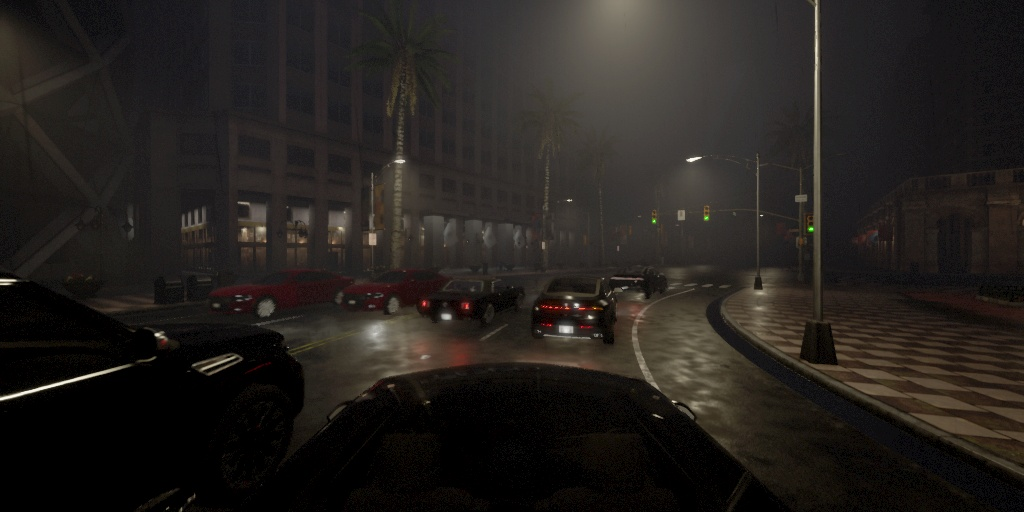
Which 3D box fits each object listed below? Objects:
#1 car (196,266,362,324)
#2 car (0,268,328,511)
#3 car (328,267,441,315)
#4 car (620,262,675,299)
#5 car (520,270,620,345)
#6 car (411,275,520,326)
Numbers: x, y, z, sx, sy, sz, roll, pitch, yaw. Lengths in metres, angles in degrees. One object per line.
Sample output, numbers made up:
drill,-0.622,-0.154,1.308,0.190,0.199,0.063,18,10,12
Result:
car,-8.154,1.229,13.266,1.882,1.535,5.008,0,0,20
car,-3.173,0.976,1.236,2.150,2.045,5.566,0,0,0
car,-4.206,1.225,13.925,1.882,1.535,5.008,0,0,23
car,6.514,1.227,18.248,2.128,1.511,4.902,0,0,34
car,1.831,1.249,9.635,1.837,1.490,4.892,0,0,17
car,-1.040,1.347,11.787,1.895,1.301,4.718,0,0,19
